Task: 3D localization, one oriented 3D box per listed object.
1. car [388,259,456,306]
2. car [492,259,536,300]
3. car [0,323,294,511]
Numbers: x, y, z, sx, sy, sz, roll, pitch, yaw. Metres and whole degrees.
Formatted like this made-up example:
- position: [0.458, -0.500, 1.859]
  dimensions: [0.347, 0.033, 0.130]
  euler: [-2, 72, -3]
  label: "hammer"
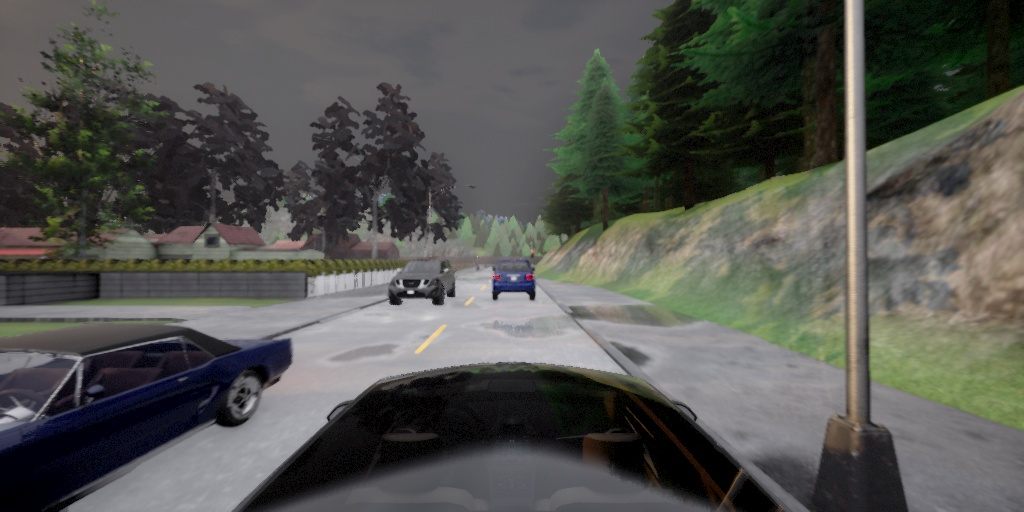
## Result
- position: [-4.085, 1.150, 17.249]
  dimensions: [2.150, 2.045, 5.566]
  euler: [0, -1, 0]
  label: "car"
- position: [0.090, 1.172, 19.346]
  dimensions: [2.150, 2.045, 5.566]
  euler: [0, -1, 0]
  label: "car"
- position: [-4.100, 1.365, 2.970]
  dimensions: [1.895, 1.301, 4.718]
  euler: [0, -1, 0]
  label: "car"
